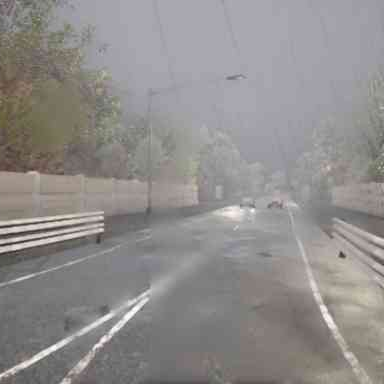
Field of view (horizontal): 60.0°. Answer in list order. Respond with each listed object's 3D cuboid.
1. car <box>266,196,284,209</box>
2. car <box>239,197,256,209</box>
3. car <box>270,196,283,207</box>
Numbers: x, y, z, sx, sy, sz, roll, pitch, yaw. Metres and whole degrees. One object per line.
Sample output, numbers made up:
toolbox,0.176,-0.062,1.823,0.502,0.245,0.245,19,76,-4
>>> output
car,11.006,1.493,44.028,1.812,1.442,4.674,-1,-1,15
car,7.582,1.456,44.970,1.812,1.442,4.674,2,0,16
car,13.542,1.474,53.201,1.837,1.490,4.892,0,0,15
